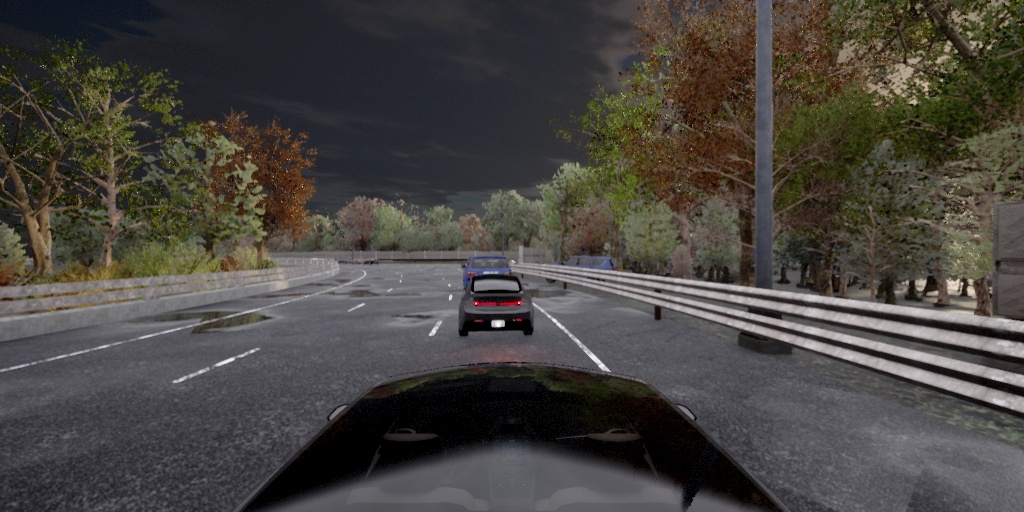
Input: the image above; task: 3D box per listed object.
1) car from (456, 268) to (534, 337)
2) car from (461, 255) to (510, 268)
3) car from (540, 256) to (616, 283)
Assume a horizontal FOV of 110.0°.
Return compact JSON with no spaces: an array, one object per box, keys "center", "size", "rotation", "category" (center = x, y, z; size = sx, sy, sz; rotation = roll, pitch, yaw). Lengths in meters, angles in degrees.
[{"center":[-0.530,1.253,10.360],"size":[1.837,1.490,4.892],"rotation":[0,0,-5],"category":"car"},{"center":[-1.306,0.968,17.839],"size":[2.150,2.045,5.566],"rotation":[0,0,-9],"category":"car"},{"center":[4.801,0.991,26.198],"size":[5.566,2.045,2.150],"rotation":[3,1,17],"category":"car"}]
